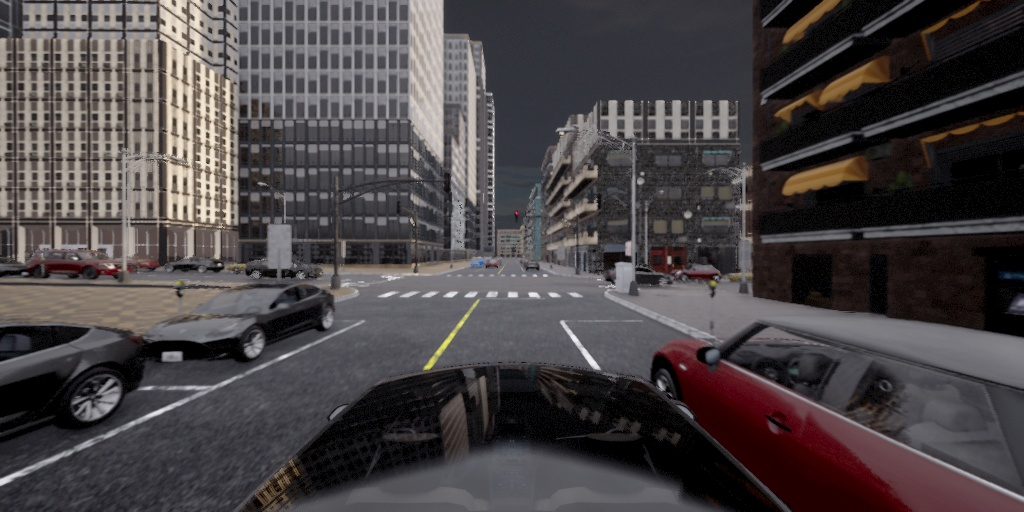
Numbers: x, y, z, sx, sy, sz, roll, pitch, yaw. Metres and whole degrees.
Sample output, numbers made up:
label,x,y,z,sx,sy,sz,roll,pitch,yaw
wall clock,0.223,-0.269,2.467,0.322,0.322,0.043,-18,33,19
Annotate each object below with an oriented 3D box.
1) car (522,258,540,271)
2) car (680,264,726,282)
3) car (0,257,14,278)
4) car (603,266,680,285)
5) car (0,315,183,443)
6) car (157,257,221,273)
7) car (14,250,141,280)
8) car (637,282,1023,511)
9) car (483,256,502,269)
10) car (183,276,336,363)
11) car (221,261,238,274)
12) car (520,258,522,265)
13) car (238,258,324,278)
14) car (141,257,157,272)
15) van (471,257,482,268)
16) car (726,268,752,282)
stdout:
label,x,y,z,sx,sy,sz,roll,pitch,yaw
car,2.695,1.265,47.830,1.948,1.339,4.313,0,0,0
car,16.015,1.473,31.625,4.097,1.591,1.967,0,0,-1
car,-33.003,0.712,22.693,4.313,1.339,1.948,0,0,-1
car,9.070,1.441,25.853,4.892,1.490,1.837,1,0,-1
car,-5.690,1.314,2.940,1.948,1.339,4.313,0,0,0
car,-27.486,0.781,31.136,4.313,1.339,1.948,0,0,-1
car,-27.384,0.566,22.756,5.009,1.841,2.192,0,0,-1
car,2.690,1.188,2.940,1.967,1.591,4.097,0,0,0
car,-3.046,1.170,55.299,1.882,1.535,5.008,0,0,0
car,-5.690,1.308,8.186,1.948,1.339,4.313,0,0,0
car,-22.042,0.845,31.285,4.829,1.417,1.751,0,0,-1
car,2.695,1.235,57.797,1.888,1.381,4.507,0,0,0
car,-16.131,0.938,25.569,5.008,1.535,1.882,1,0,-1
car,-33.105,0.692,31.073,4.207,1.307,1.802,0,0,-1
van,-5.685,1.031,57.797,1.690,1.789,3.998,0,0,0
car,21.368,1.662,31.685,4.829,1.417,1.751,0,0,-1
